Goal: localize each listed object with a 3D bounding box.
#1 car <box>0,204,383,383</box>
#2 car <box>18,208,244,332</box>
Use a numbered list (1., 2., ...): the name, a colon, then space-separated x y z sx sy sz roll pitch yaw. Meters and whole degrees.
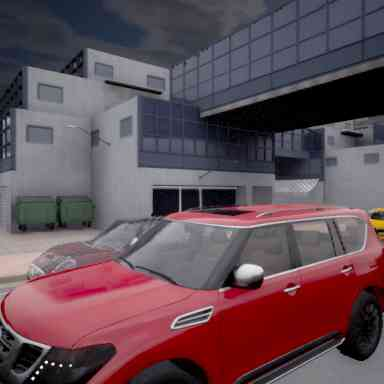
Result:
1. car: 0.504 1.222 4.381 5.566 2.045 2.150 0 0 -37
2. car: -1.191 1.352 7.501 4.553 1.767 2.097 0 0 -37
